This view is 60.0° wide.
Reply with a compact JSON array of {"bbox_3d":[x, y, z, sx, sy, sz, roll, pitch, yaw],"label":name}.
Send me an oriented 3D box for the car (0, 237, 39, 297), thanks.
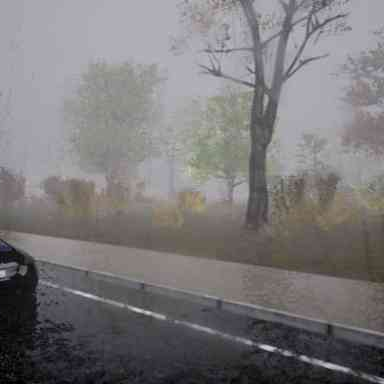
[{"bbox_3d":[-5.326,1.534,7.470,4.181,1.385,1.994,0,0,35],"label":"car"}]
